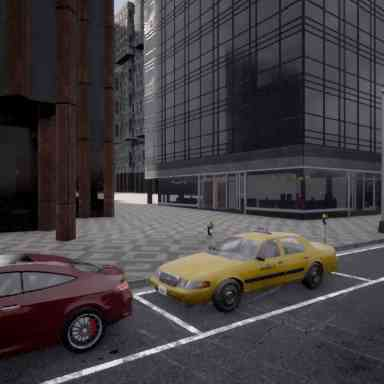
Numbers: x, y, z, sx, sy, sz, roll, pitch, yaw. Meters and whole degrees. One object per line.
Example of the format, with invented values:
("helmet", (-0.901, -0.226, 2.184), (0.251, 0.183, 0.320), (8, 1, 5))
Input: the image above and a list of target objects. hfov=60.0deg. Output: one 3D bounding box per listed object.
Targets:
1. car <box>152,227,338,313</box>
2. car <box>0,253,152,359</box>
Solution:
("car", (1.411, 1.525, 7.638), (4.829, 1.417, 1.752), (0, 0, -35))
("car", (-2.886, 1.582, 4.591), (4.206, 1.307, 1.802), (0, 0, -35))
